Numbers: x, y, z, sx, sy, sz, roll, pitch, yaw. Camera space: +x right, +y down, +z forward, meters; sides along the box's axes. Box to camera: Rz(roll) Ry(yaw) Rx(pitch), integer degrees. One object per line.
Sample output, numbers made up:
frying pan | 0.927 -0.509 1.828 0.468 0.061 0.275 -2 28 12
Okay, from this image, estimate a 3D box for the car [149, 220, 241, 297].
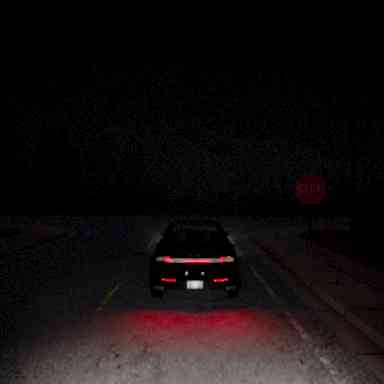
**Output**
car | 0.068 1.457 8.451 2.128 1.511 4.902 0 0 0
